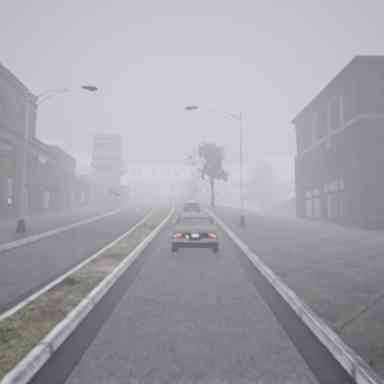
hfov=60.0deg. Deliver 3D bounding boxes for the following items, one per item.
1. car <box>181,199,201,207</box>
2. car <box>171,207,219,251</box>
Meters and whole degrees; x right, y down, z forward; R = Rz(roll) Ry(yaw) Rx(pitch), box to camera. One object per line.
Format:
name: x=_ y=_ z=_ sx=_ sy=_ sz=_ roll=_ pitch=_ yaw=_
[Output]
car: x=-0.103 y=1.590 z=37.205 sx=1.837 sy=1.490 sz=4.892 roll=0 pitch=0 yaw=-2
car: x=0.114 y=1.582 z=14.173 sx=2.033 sy=1.411 sz=5.357 roll=0 pitch=0 yaw=0
